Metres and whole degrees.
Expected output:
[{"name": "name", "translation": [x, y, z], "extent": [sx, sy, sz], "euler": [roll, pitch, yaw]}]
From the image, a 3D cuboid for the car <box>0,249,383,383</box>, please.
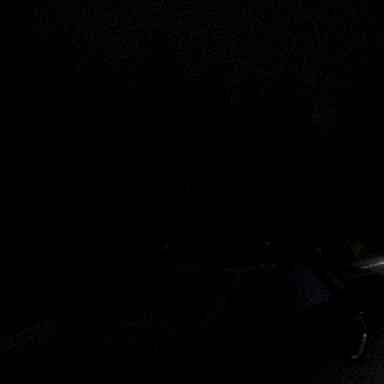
[{"name": "car", "translation": [0.525, 1.527, 4.245], "extent": [5.357, 1.411, 2.033], "euler": [0, 0, -35]}]
